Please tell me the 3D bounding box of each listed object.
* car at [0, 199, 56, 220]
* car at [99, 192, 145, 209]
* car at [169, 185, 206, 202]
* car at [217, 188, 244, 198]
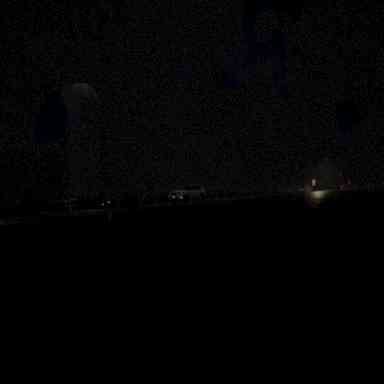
[{"bbox_3d":[-12.445,1.195,23.978,1.895,1.301,4.718,-1,1,34],"label":"car"},{"bbox_3d":[-6.686,0.762,32.117,1.837,1.490,4.892,-1,1,36],"label":"car"},{"bbox_3d":[-0.518,0.134,40.747,2.150,2.045,5.566,-1,1,36],"label":"car"},{"bbox_3d":[5.799,0.126,49.502,2.033,1.411,5.357,-1,1,36],"label":"car"}]
